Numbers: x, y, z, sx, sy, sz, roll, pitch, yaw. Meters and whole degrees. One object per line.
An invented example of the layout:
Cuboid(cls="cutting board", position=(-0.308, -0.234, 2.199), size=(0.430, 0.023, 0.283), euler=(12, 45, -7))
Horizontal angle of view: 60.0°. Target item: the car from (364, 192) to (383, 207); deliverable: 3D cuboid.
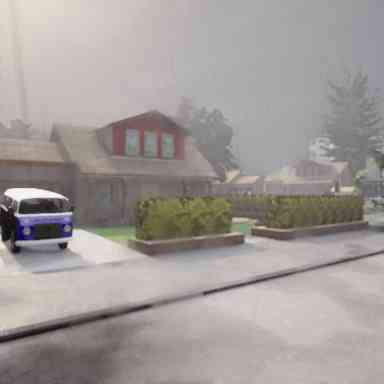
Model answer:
Cuboid(cls="car", position=(23.204, 0.916, 41.011), size=(3.866, 1.878, 1.905), euler=(0, 0, -1))
